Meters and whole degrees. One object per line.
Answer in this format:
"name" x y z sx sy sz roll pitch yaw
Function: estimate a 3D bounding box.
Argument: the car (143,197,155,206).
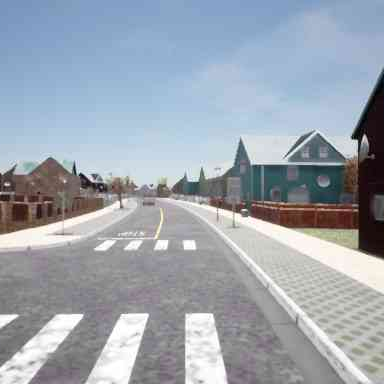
"car" -7.293 1.598 55.930 1.994 1.385 4.181 0 0 -9
